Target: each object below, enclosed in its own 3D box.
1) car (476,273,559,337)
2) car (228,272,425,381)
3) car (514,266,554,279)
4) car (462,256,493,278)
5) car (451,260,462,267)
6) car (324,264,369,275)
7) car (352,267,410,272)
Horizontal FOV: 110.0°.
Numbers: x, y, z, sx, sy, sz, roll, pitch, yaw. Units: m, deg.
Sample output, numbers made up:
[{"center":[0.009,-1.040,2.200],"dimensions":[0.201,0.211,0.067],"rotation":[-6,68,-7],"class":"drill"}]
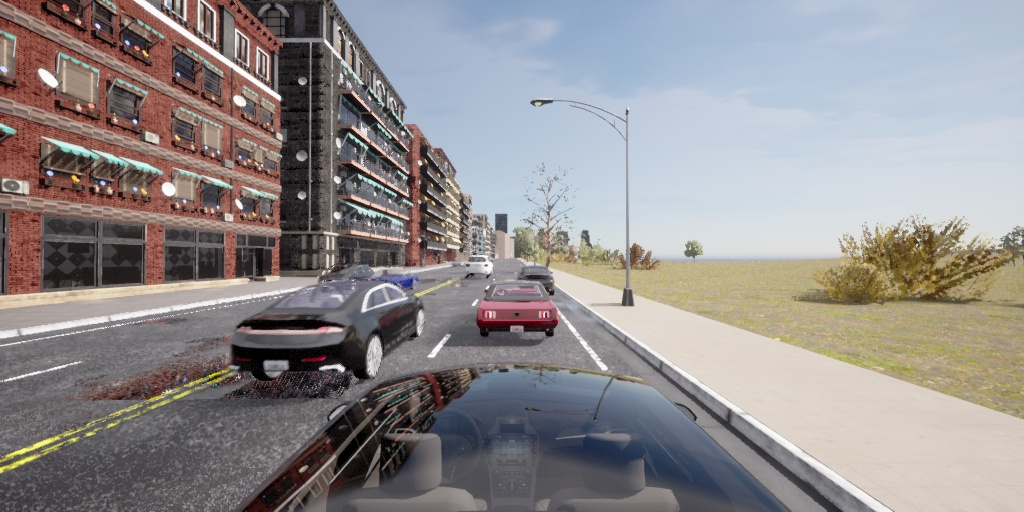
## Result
[{"center":[0.131,1.352,10.277],"dimensions":[1.895,1.301,4.718],"rotation":[0,0,0],"class":"car"},{"center":[-3.132,1.243,7.202],"dimensions":[2.128,1.511,4.902],"rotation":[0,0,0],"class":"car"},{"center":[1.205,1.257,19.478],"dimensions":[1.837,1.490,4.892],"rotation":[0,0,0],"class":"car"},{"center":[-3.026,0.976,33.754],"dimensions":[2.150,2.045,5.566],"rotation":[0,0,0],"class":"car"},{"center":[-9.560,1.350,63.831],"dimensions":[1.895,1.301,4.718],"rotation":[0,0,1],"class":"car"},{"center":[-9.774,1.257,21.563],"dimensions":[1.837,1.490,4.892],"rotation":[0,0,0],"class":"car"},{"center":[-6.533,1.353,19.411],"dimensions":[1.895,1.301,4.718],"rotation":[0,0,0],"class":"car"}]
